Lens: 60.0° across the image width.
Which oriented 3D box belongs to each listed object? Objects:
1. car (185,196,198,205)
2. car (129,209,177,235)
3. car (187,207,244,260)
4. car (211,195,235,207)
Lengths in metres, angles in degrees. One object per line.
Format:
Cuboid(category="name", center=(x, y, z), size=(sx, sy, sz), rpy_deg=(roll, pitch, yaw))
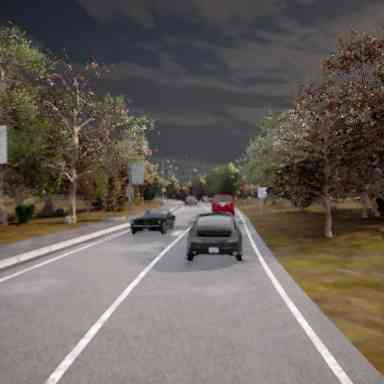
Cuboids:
Cuboid(category="car", center=(-0.141, 1.479, 60.816), size=(2.097, 1.767, 4.553), rpy_deg=(1, 0, -4))
Cuboid(category="car", center=(-2.165, 1.658, 19.458), size=(1.895, 1.301, 4.718), rpy_deg=(0, 0, 6))
Cuboid(category="car", center=(0.881, 1.525, 12.531), size=(1.837, 1.490, 4.892), rpy_deg=(0, 0, 5))
Cuboid(category="car", center=(3.040, 1.290, 32.678), size=(2.150, 2.045, 5.566), rpy_deg=(0, 0, 6))
